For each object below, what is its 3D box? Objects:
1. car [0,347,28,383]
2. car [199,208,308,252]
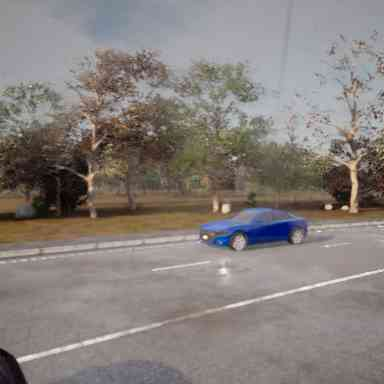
[{"bbox_3d":[-2.936,1.556,1.526,4.181,1.385,1.994,0,0,-36],"label":"car"},{"bbox_3d":[2.649,1.434,13.880,5.008,1.535,1.882,0,0,-31],"label":"car"}]
